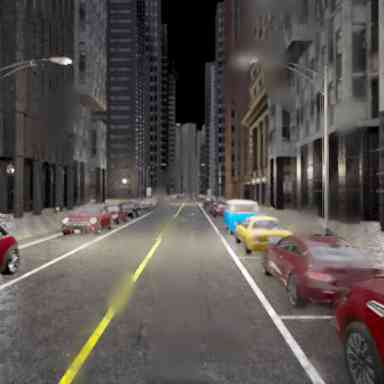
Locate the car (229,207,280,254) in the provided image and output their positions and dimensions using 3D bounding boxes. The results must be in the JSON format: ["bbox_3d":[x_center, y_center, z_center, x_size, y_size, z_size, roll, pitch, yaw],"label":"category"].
[{"bbox_3d":[2.742,1.544,13.391,1.752,1.417,4.829,0,0,0],"label":"car"}]

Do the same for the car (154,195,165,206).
[{"bbox_3d":[-5.858,1.636,52.401,1.887,1.381,4.507,0,0,0],"label":"car"}]

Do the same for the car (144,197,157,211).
[{"bbox_3d":[-5.837,1.622,41.198,2.008,1.369,4.403,0,0,0],"label":"car"}]

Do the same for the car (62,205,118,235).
[{"bbox_3d":[-5.793,1.473,18.791,1.967,1.590,4.097,0,0,0],"label":"car"}]

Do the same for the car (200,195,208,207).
[{"bbox_3d":[2.667,1.631,52.436,1.887,1.381,4.507,0,0,0],"label":"car"}]

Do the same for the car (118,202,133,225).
[{"bbox_3d":[-5.804,1.624,24.392,1.802,1.307,4.206,0,0,0],"label":"car"}]

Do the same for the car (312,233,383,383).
[{"bbox_3d":[2.765,1.316,2.017,2.192,1.841,5.009,0,0,0],"label":"car"}]

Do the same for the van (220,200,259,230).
[{"bbox_3d":[2.732,1.369,18.823,1.690,1.788,3.998,0,0,0],"label":"van"}]

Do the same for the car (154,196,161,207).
[{"bbox_3d":[-5.847,1.606,46.629,1.752,1.417,4.829,0,0,0],"label":"car"}]

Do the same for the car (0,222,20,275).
[{"bbox_3d":[-5.771,1.456,7.588,1.967,1.590,4.097,0,0,0],"label":"car"}]

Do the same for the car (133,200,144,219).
[{"bbox_3d":[-5.815,1.617,29.994,1.947,1.339,4.313,0,0,0],"label":"car"}]

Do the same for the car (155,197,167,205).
[{"bbox_3d":[-5.880,1.637,63.435,1.752,1.417,4.829,0,0,0],"label":"car"}]

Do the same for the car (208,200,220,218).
[{"bbox_3d":[2.710,1.628,30.028,1.802,1.307,4.206,0,0,0],"label":"car"}]

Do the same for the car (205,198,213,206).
[{"bbox_3d":[2.699,1.638,35.629,1.802,1.307,4.206,0,0,0],"label":"car"}]

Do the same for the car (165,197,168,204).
[{"bbox_3d":[-5.869,1.417,58.004,2.192,1.841,5.009,0,0,0],"label":"car"}]

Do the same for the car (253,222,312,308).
[{"bbox_3d":[2.754,1.592,7.619,1.802,1.307,4.206,0,0,0],"label":"car"}]
